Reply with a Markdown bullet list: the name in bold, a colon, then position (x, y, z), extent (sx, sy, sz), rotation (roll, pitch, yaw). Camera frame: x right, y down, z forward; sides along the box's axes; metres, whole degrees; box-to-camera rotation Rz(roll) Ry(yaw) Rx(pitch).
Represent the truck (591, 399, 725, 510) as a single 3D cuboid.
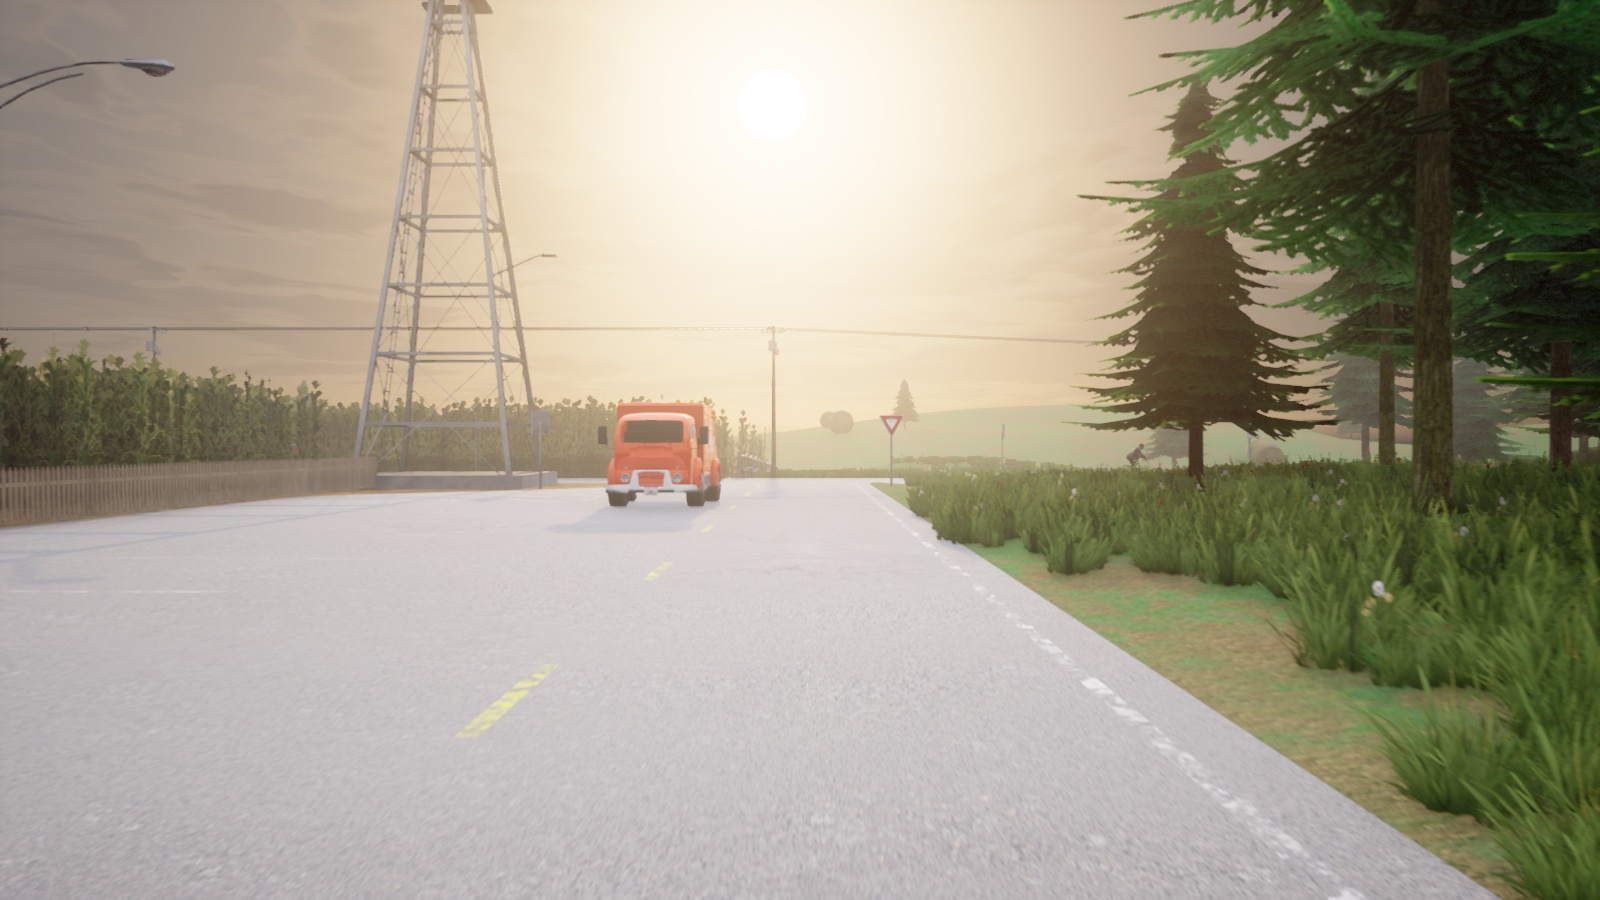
- **truck**: position (-3.311, 0.085, 30.426), extent (2.627, 2.467, 5.204), rotation (0, 0, 0)
